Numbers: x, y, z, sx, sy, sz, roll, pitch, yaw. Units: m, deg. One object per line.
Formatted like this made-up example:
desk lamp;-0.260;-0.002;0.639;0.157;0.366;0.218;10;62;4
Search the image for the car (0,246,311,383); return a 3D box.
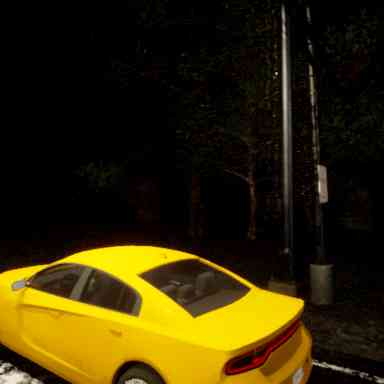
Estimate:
car;-1.050;1.483;4.473;5.008;1.535;1.882;1;0;36
